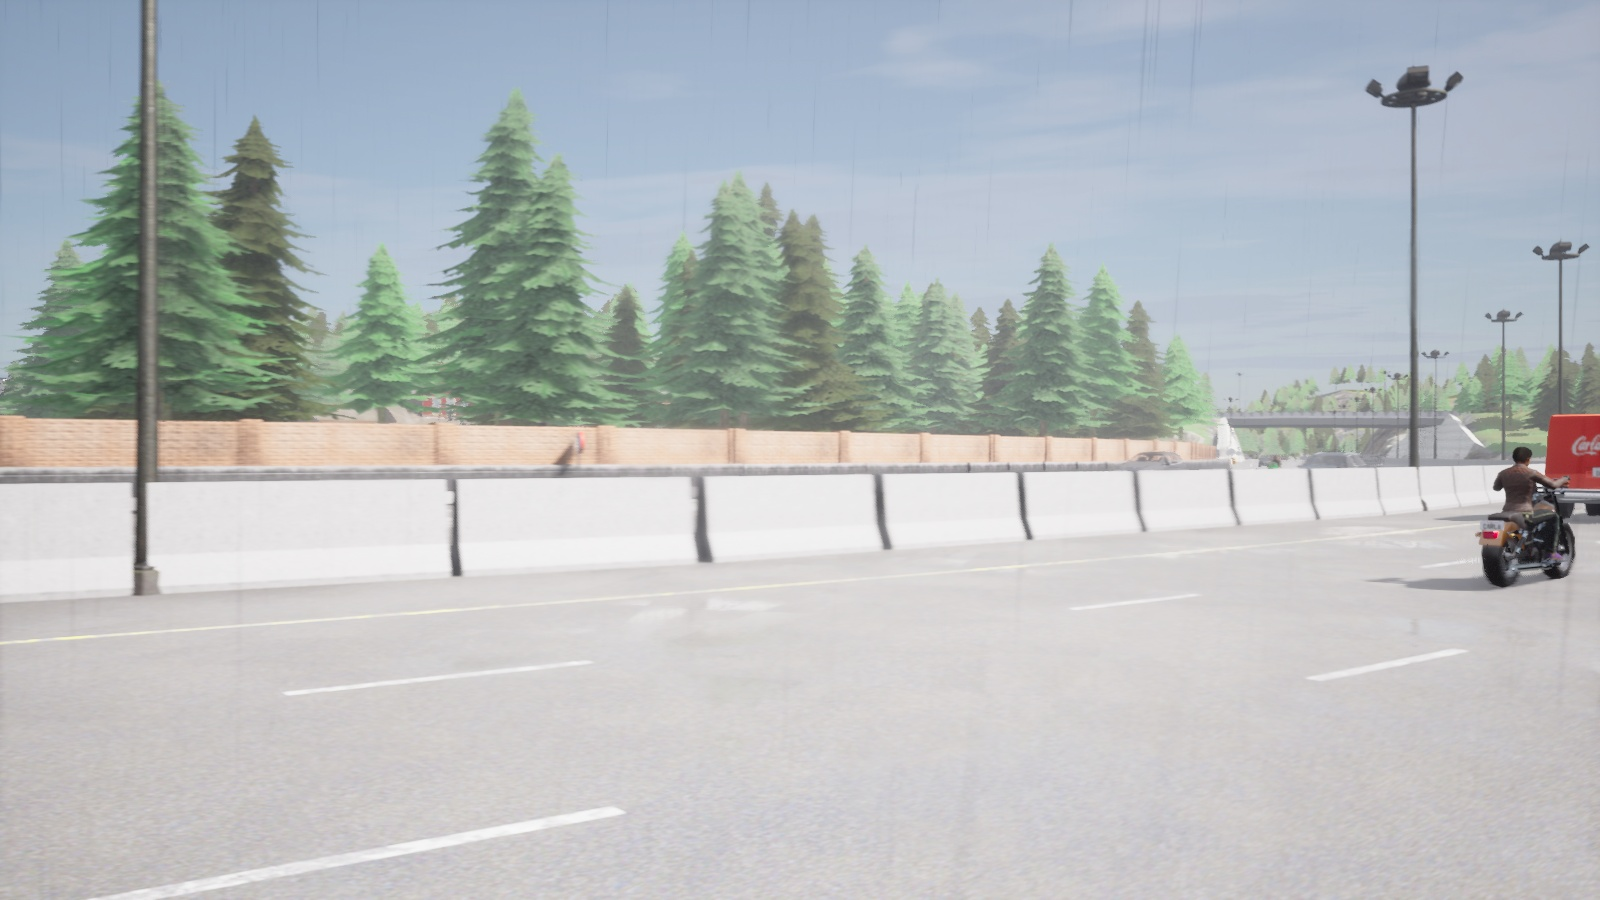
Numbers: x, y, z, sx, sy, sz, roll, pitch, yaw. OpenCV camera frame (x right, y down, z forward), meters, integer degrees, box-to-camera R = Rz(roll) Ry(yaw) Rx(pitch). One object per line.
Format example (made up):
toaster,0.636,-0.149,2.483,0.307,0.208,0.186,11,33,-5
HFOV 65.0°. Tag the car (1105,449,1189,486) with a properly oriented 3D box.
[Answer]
car,16.160,0.779,58.324,2.242,1.667,4.611,0,0,37

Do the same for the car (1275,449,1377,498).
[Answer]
car,18.764,0.800,44.694,2.033,1.649,4.856,0,0,40

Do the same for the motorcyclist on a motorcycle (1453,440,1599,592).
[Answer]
motorcyclist on a motorcycle,8.563,0.729,14.706,2.350,1.649,0.766,0,-1,-40

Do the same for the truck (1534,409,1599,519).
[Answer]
truck,19.699,0.320,29.978,2.627,2.467,5.204,0,0,43
